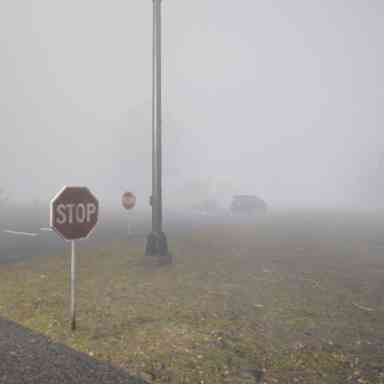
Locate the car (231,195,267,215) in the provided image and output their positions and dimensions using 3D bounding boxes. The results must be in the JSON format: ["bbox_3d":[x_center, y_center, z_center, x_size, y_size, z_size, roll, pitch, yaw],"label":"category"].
[{"bbox_3d":[6.208,1.353,35.926,2.150,2.045,5.566,0,0,34],"label":"car"}]

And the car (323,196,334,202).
[{"bbox_3d":[34.510,1.772,84.158,2.128,1.511,4.902,0,0,34],"label":"car"}]

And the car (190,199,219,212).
[{"bbox_3d":[1.615,1.700,41.665,1.837,1.490,4.892,0,0,34],"label":"car"}]

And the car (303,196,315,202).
[{"bbox_3d":[29.084,1.758,82.546,1.812,1.442,4.674,0,0,34],"label":"car"}]
